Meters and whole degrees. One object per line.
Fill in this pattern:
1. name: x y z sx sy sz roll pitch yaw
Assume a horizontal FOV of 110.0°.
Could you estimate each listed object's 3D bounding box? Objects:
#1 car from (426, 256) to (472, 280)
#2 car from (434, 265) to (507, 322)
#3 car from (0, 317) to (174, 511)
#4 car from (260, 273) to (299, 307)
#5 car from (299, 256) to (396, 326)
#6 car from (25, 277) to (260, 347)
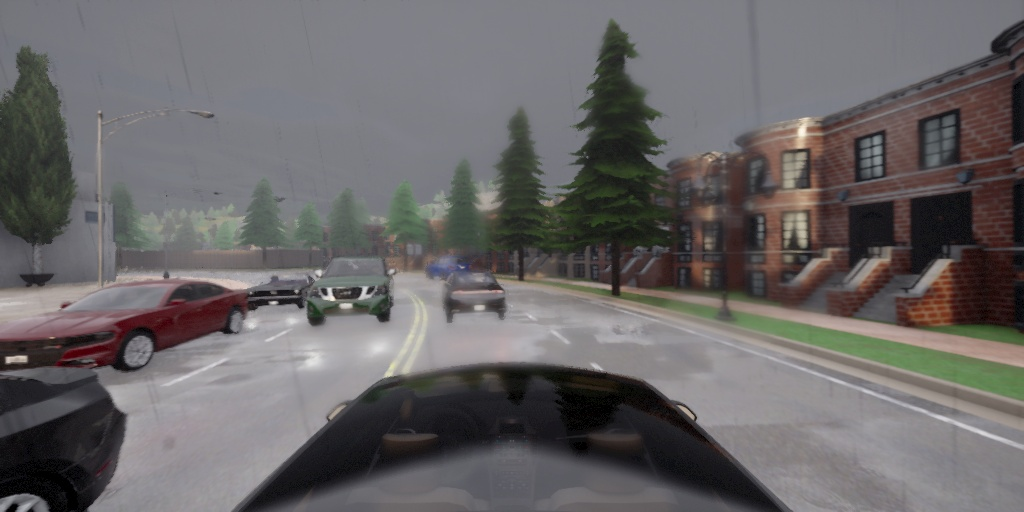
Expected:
1. car: -5.129 1.009 29.153 2.150 2.045 5.566 0 0 -33
2. car: -1.467 1.252 12.476 2.128 1.511 4.902 0 0 -13
3. car: -3.832 1.280 0.637 1.837 1.490 4.892 0 0 -1
4. car: -9.471 1.411 15.160 1.895 1.301 4.718 0 0 -20
5. car: -5.230 1.005 12.345 2.150 2.045 5.566 0 0 -16
6. car: -7.847 1.277 7.788 1.882 1.535 5.008 0 0 -11
